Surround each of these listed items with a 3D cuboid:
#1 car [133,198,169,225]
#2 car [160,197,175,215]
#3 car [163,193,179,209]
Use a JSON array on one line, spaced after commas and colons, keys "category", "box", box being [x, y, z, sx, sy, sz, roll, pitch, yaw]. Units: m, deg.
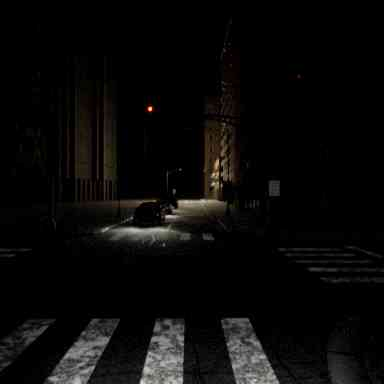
[{"category": "car", "box": [-3.053, 1.472, 24.448, 1.882, 1.535, 5.008, 0, 0, 0]}, {"category": "car", "box": [-3.036, 1.517, 34.412, 1.812, 1.442, 4.674, 0, 0, 0]}, {"category": "car", "box": [-3.001, 1.210, 45.122, 2.150, 2.045, 5.566, 0, 0, 1]}]
